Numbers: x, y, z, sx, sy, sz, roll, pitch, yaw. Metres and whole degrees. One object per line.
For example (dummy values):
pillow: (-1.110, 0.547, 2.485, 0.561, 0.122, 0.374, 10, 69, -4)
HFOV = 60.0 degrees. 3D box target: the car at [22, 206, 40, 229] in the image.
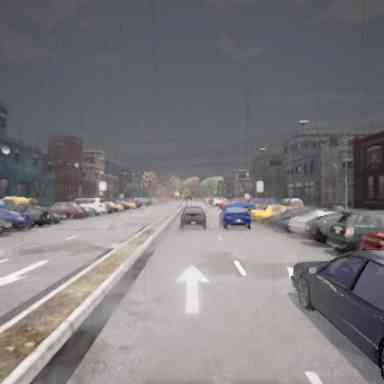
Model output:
car: (-12.732, 1.793, 21.380, 4.674, 1.452, 2.002, 0, -1, 0)

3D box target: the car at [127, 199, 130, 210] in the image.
car: (-12.707, 2.268, 52.070, 4.792, 1.488, 2.163, 0, -1, 0)

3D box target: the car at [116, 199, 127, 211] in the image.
car: (-12.869, 2.188, 49.293, 5.366, 1.575, 1.946, 0, -1, 0)

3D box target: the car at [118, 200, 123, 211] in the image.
car: (-12.659, 2.173, 46.513, 4.792, 1.488, 2.163, 0, -1, 0)

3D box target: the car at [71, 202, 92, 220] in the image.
car: (-12.711, 1.956, 32.494, 4.674, 1.452, 2.002, 0, -1, 0)

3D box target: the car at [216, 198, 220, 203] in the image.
car: (7.545, 2.141, 59.417, 5.566, 2.045, 2.435, 0, -1, 0)

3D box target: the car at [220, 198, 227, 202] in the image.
car: (7.548, 2.216, 56.658, 4.553, 1.767, 2.185, 0, -1, 0)

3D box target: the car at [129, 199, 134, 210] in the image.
car: (-12.679, 2.285, 54.725, 5.008, 1.535, 2.097, 0, -1, 0)

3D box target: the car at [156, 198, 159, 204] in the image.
car: (-12.528, 2.885, 90.971, 5.366, 1.575, 1.946, 0, -1, 0)

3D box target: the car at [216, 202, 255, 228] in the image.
car: (3.096, 1.791, 24.648, 1.882, 1.535, 5.008, 0, -1, 0)

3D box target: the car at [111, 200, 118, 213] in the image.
car: (-12.665, 2.125, 43.736, 4.792, 1.488, 2.163, 0, -1, 0)

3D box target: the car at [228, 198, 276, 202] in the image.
car: (7.585, 1.787, 40.118, 5.566, 2.045, 2.435, 0, -1, 0)

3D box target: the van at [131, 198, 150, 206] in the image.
van: (-12.819, 2.528, 82.637, 4.442, 1.987, 1.878, 0, -1, 0)

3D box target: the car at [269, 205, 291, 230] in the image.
car: (7.609, 1.768, 20.813, 4.792, 1.488, 2.163, 0, -1, 0)

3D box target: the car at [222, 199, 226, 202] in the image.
car: (7.582, 2.332, 54.028, 4.674, 1.452, 2.002, 0, -1, 0)

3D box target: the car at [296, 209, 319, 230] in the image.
car: (7.668, 1.693, 15.297, 4.792, 1.488, 2.163, 0, -1, 0)

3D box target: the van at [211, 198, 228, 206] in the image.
van: (7.395, 2.675, 89.749, 4.442, 1.987, 1.878, 0, -1, 0)

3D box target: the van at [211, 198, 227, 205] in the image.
van: (7.617, 2.760, 95.264, 4.442, 1.987, 1.878, 0, -1, 0)

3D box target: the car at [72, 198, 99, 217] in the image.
car: (-12.741, 1.835, 35.366, 4.553, 1.767, 2.185, 0, -1, 0)

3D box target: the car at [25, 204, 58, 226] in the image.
car: (-12.758, 1.821, 24.159, 4.792, 1.488, 2.163, 0, -1, 0)

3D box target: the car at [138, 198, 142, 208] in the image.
car: (-12.671, 2.431, 63.179, 4.892, 1.521, 2.231, 0, -1, 0)

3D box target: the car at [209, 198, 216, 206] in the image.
car: (7.562, 2.477, 78.718, 5.566, 2.045, 2.435, 0, -1, 0)

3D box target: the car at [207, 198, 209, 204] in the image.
car: (7.545, 2.608, 86.992, 5.566, 2.045, 2.435, 0, -1, 0)

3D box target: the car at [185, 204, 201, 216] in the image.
car: (0.070, 2.192, 41.989, 1.895, 1.301, 4.718, 0, -1, 0)

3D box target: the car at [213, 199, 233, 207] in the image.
car: (7.559, 2.644, 81.351, 4.553, 1.767, 2.185, 0, -1, 0)

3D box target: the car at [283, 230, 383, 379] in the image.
car: (3.099, 1.604, 4.940, 2.033, 1.411, 5.357, 0, -1, 0)

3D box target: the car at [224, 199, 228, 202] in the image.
car: (7.591, 2.186, 48.384, 5.008, 1.535, 2.097, 0, -1, 0)

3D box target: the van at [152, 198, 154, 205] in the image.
van: (-12.823, 2.573, 85.416, 4.442, 1.987, 1.878, 0, -1, 0)

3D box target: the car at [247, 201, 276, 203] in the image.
car: (7.822, 1.856, 29.088, 5.366, 1.575, 1.946, 0, -1, 0)

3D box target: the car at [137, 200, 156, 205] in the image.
car: (-12.711, 2.932, 93.750, 5.008, 1.535, 2.097, 0, -1, 0)

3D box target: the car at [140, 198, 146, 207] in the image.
car: (-12.653, 2.226, 65.962, 5.566, 2.045, 2.435, 0, -1, 0)

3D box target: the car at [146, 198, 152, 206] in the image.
car: (-12.693, 2.710, 79.854, 4.892, 1.521, 2.231, 0, -1, 0)

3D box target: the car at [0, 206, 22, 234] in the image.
car: (-12.745, 1.717, 18.727, 4.892, 1.521, 2.231, 0, -1, 0)

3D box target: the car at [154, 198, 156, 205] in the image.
car: (-12.712, 2.884, 88.191, 4.674, 1.452, 2.002, 0, -1, 0)

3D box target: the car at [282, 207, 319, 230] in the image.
car: (7.636, 1.741, 18.091, 4.674, 1.452, 2.002, 0, -1, 0)

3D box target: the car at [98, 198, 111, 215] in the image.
car: (-12.732, 1.753, 38.181, 5.566, 2.045, 2.435, 0, -1, 0)

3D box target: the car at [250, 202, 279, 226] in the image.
car: (7.452, 1.815, 26.325, 5.366, 1.575, 1.946, 0, -1, 0)

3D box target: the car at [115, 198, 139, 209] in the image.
car: (-12.679, 2.383, 60.400, 5.008, 1.535, 2.097, 0, -1, 0)

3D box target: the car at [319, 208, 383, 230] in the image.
car: (7.607, 1.503, 12.543, 4.553, 1.767, 2.185, 0, -1, 0)

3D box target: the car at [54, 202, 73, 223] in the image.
car: (-12.731, 1.833, 26.939, 4.892, 1.521, 2.231, 0, -1, 0)

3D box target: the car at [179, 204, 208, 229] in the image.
car: (0.097, 1.817, 24.488, 1.837, 1.490, 4.892, 0, -1, 0)

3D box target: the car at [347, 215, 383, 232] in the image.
car: (7.634, 1.594, 9.784, 5.008, 1.535, 2.097, 0, -1, 0)

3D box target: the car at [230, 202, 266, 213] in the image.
car: (7.605, 2.176, 45.626, 4.674, 1.452, 2.002, 0, -1, 0)

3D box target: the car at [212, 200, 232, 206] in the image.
car: (7.518, 2.813, 84.106, 5.008, 1.535, 2.097, 0, -1, 0)

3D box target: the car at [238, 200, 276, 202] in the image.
car: (7.810, 1.943, 34.603, 5.366, 1.575, 1.946, 0, -1, 0)
